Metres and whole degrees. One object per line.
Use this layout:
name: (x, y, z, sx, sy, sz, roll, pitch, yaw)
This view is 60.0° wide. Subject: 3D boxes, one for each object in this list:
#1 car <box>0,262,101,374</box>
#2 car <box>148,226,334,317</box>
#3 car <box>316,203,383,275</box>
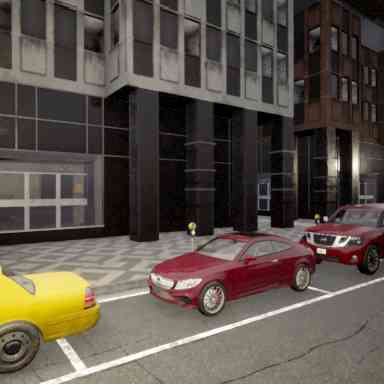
car: (-3.640, 1.525, 4.057, 4.829, 1.417, 1.752, 0, 0, -35)
car: (1.062, 1.581, 7.403, 4.206, 1.307, 1.802, 0, 0, -35)
car: (5.626, 1.314, 10.653, 5.009, 1.841, 2.192, 0, 0, -35)
